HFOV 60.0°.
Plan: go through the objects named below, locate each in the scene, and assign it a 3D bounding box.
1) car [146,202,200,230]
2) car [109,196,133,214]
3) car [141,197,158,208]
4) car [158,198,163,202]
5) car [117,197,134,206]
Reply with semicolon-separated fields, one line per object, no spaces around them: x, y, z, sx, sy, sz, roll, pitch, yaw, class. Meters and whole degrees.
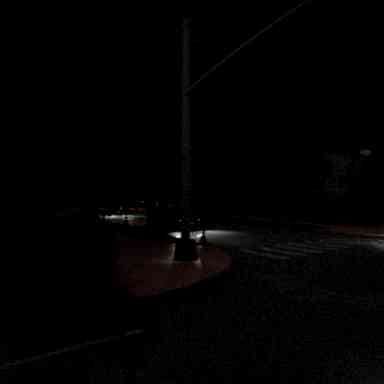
-1.234;1.718;23.169;1.837;1.490;4.892;0;0;-31;car
-8.488;1.450;39.172;2.150;2.045;5.566;0;0;-15;car
-7.124;1.764;53.554;2.128;1.511;4.902;0;0;-2;car
-6.946;1.777;63.599;1.882;1.535;5.008;0;0;9;car
-10.969;1.533;55.401;1.994;1.385;4.181;0;0;-1;car
